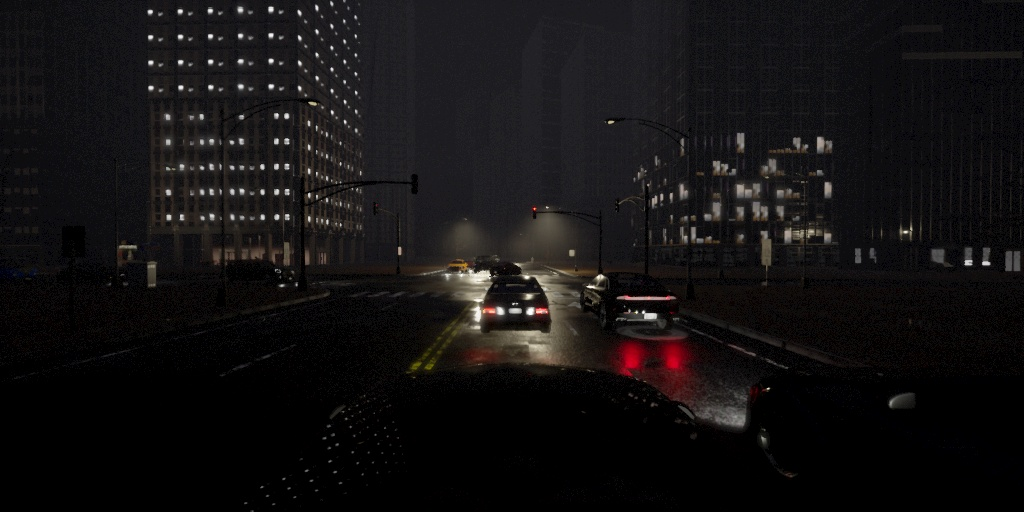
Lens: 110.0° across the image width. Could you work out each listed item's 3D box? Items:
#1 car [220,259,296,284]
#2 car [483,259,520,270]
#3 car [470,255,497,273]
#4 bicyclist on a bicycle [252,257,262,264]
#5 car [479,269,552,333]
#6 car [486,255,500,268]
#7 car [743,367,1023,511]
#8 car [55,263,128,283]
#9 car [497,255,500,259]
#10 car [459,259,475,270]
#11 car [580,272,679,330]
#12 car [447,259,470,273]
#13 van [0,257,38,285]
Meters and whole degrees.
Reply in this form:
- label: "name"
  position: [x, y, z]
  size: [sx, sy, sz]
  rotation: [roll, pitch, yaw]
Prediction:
- label: "car"
  position: [-18.179, 1.028, 25.821]
  size: [4.553, 1.767, 2.097]
  rotation: [0, 0, 1]
- label: "car"
  position: [-0.623, 1.258, 34.311]
  size: [1.812, 1.442, 4.674]
  rotation: [1, 0, 22]
- label: "car"
  position: [-3.289, 0.946, 42.880]
  size: [2.150, 2.045, 5.566]
  rotation: [0, 0, 0]
- label: "bicyclist on a bicycle"
  position: [-24.657, 0.874, 34.707]
  size: [0.582, 1.620, 1.656]
  rotation: [0, 1, 2]
- label: "car"
  position: [0.111, 1.296, 10.669]
  size: [2.033, 1.411, 5.357]
  rotation: [0, 0, 1]
- label: "car"
  position: [-3.250, 0.909, 63.062]
  size: [2.150, 2.045, 5.566]
  rotation: [0, 0, 0]
- label: "car"
  position: [3.354, 1.314, 1.925]
  size: [1.994, 1.385, 4.181]
  rotation: [0, 0, 0]
- label: "car"
  position: [-30.269, 1.183, 26.122]
  size: [4.181, 1.385, 1.994]
  rotation: [0, 0, 2]
- label: "car"
  position: [-3.273, 1.059, 52.834]
  size: [2.097, 1.767, 4.553]
  rotation: [0, 0, 0]
- label: "car"
  position: [-6.523, 1.233, 52.617]
  size: [1.812, 1.442, 4.674]
  rotation: [0, 0, 0]
- label: "car"
  position: [3.359, 1.240, 11.081]
  size: [2.128, 1.511, 4.902]
  rotation: [0, 0, 0]
- label: "car"
  position: [-6.538, 1.201, 43.205]
  size: [1.882, 1.535, 5.008]
  rotation: [0, 0, 0]
- label: "van"
  position: [-33.904, 0.964, 23.630]
  size: [3.998, 1.789, 1.690]
  rotation: [0, 0, 2]
